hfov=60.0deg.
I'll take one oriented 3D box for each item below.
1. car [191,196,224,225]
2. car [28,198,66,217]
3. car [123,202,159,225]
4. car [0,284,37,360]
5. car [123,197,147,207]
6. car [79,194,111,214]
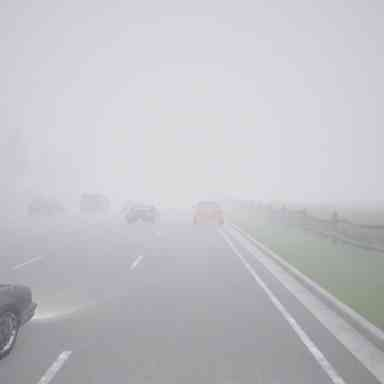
[{"bbox_3d":[1.113,1.394,24.559,2.097,1.767,4.553,0,0,0],"label":"car"},{"bbox_3d":[-14.049,1.408,32.432,2.097,1.767,4.553,0,0,0],"label":"car"},{"bbox_3d":[-3.512,1.643,24.610,1.895,1.301,4.718,0,0,0],"label":"car"},{"bbox_3d":[-3.405,1.553,2.863,2.033,1.411,5.357,0,0,0],"label":"car"},{"bbox_3d":[-7.093,1.633,40.497,1.994,1.385,4.181,0,0,0],"label":"car"},{"bbox_3d":[-10.575,1.284,36.558,2.150,2.045,5.566,0,0,0],"label":"car"}]
